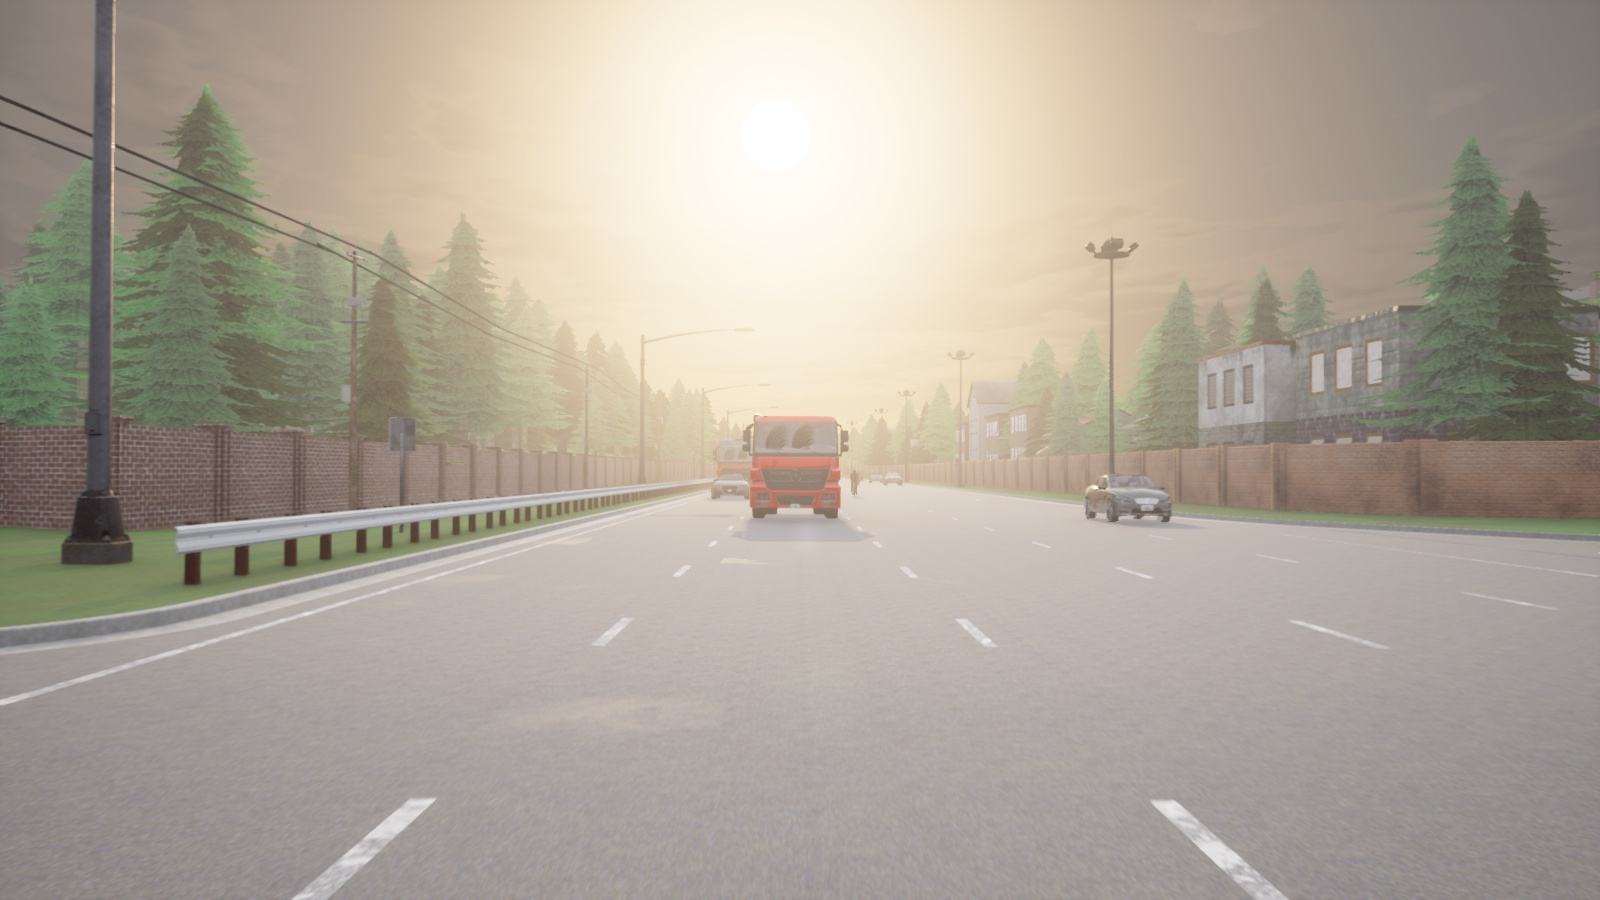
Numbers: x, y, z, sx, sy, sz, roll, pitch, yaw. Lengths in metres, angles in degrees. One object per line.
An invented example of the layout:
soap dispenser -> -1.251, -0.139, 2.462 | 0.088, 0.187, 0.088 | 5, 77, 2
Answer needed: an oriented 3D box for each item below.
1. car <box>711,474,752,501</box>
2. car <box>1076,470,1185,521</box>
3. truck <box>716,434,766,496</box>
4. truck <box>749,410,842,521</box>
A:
car -> -3.716, 2.020, 68.611 | 1.994, 1.385, 4.181 | 0, -1, 0
car -> 10.374, 1.383, 39.845 | 2.128, 1.511, 4.902 | 0, -1, 0
truck -> -3.760, 1.009, 81.840 | 2.891, 3.827, 8.468 | 0, -1, 0
truck -> -0.140, 0.542, 43.159 | 2.891, 3.462, 7.936 | 0, -1, 0
